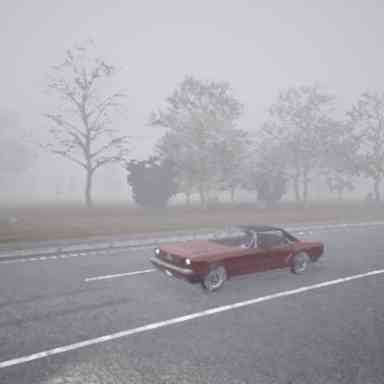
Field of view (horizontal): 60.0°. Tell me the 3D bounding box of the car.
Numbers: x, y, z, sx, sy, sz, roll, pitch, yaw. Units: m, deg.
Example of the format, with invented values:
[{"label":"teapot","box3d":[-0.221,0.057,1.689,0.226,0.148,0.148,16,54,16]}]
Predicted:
[{"label":"car","box3d":[1.330,1.580,8.947,4.718,1.301,1.895,0,0,-33]}]
